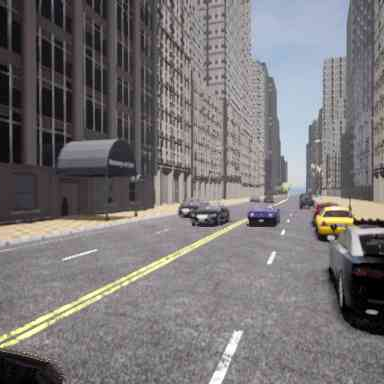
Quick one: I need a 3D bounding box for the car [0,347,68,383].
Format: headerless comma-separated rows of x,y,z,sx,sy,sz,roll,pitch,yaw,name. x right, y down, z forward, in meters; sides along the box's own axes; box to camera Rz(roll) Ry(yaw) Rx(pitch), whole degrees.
-2.339,1.503,0.833,1.837,1.490,4.892,0,0,18,car

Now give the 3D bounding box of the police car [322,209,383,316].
4.185,1.411,7.458,1.930,1.638,5.238,0,0,18,police car

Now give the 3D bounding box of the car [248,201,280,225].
5.280,1.567,23.976,1.895,1.301,4.718,0,0,18,car

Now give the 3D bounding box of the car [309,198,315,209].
9.154,1.446,22.552,1.882,1.535,5.008,0,0,18,car

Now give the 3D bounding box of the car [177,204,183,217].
0.207,1.452,29.993,2.128,1.511,4.902,0,0,18,car

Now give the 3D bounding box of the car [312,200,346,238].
7.337,1.430,17.033,1.801,1.575,5.366,0,0,18,car

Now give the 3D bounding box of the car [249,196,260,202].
13.114,1.503,68.883,2.033,1.411,5.357,0,0,18,car

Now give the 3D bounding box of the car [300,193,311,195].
19.850,1.181,58.163,2.150,2.045,5.566,0,0,18,car

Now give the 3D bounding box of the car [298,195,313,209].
15.421,1.459,44.598,1.837,1.490,4.892,0,0,19,car

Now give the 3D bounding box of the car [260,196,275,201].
14.526,1.463,62.916,1.837,1.490,4.892,0,0,19,car

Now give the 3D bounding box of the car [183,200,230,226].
1.366,1.459,23.122,2.128,1.511,4.902,0,0,18,car
